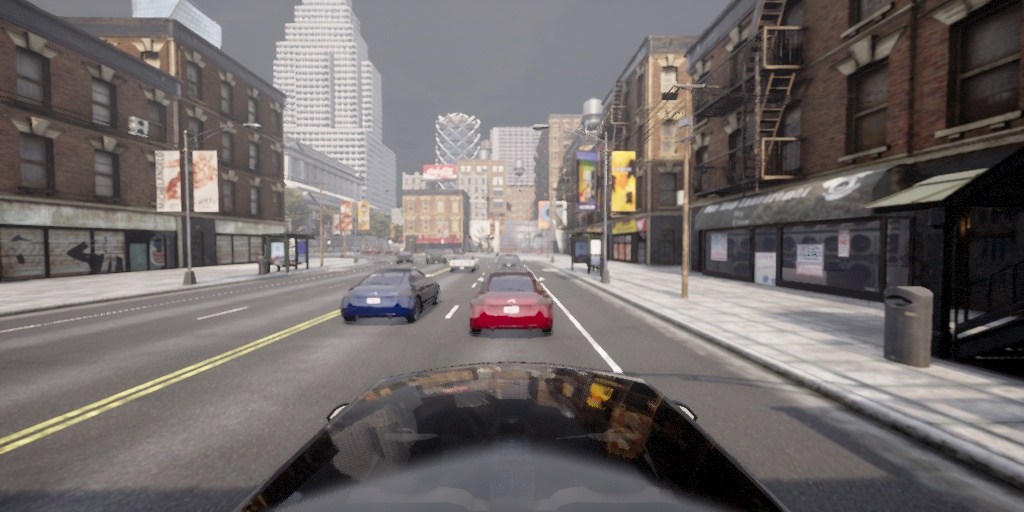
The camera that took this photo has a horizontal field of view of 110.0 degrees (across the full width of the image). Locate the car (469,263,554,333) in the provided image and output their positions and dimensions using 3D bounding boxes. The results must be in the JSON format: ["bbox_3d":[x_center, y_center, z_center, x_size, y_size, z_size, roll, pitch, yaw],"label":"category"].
[{"bbox_3d":[-0.015,1.069,9.782,1.994,1.385,4.181,0,2,0],"label":"car"}]

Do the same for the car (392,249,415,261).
[{"bbox_3d":[-11.808,0.168,39.998,2.033,1.411,5.357,-1,2,-13],"label":"car"}]

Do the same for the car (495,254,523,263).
[{"bbox_3d":[-0.209,0.571,25.632,2.033,1.411,5.357,0,2,0],"label":"car"}]

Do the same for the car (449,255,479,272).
[{"bbox_3d":[-3.732,0.538,28.822,1.895,1.301,4.718,0,2,-1],"label":"car"}]

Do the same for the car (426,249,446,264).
[{"bbox_3d":[-8.409,-0.028,39.671,2.097,1.767,4.553,-1,2,-13],"label":"car"}]

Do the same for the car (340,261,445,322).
[{"bbox_3d":[-3.522,1.039,11.082,1.994,1.385,4.181,0,2,0],"label":"car"}]
